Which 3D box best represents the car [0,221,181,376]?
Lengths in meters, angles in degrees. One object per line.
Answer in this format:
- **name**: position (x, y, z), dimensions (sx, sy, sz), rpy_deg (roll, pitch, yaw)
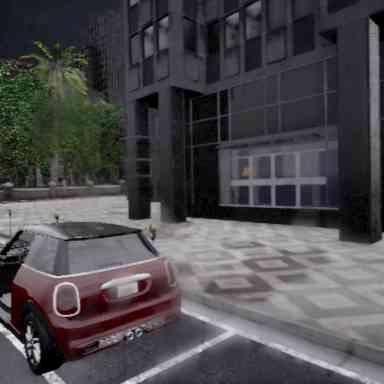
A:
- **car**: position (-2.305, 1.298, 5.880), dimensions (2.097, 1.767, 4.553), rpy_deg (-2, 1, -44)
